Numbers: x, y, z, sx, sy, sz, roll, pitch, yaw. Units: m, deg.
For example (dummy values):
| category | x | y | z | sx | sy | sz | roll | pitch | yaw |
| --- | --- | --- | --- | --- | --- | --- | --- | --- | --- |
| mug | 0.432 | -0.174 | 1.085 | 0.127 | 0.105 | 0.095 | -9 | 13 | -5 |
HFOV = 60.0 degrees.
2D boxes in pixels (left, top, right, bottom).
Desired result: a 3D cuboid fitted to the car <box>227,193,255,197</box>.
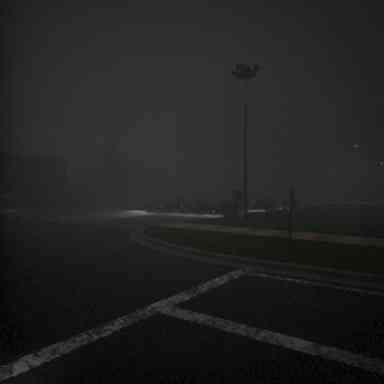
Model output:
| category | x | y | z | sx | sy | sz | roll | pitch | yaw |
| --- | --- | --- | --- | --- | --- | --- | --- | --- | --- |
| car | 6.190 | 1.346 | 44.657 | 2.097 | 1.767 | 4.553 | 0 | 0 | 35 |

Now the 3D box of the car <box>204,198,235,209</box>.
| category | x | y | z | sx | sy | sz | roll | pitch | yaw |
| --- | --- | --- | --- | --- | --- | --- | --- | --- | --- |
| car | 4.030 | 1.540 | 47.682 | 2.033 | 1.411 | 5.357 | 0 | 0 | 35 |

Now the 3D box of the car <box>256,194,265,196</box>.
| category | x | y | z | sx | sy | sz | roll | pitch | yaw |
| --- | --- | --- | --- | --- | --- | --- | --- | --- | --- |
| car | 12.704 | 1.541 | 53.948 | 2.033 | 1.411 | 5.357 | 0 | 0 | 35 |

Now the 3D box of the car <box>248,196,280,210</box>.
| category | x | y | z | sx | sy | sz | roll | pitch | yaw |
| --- | --- | --- | --- | --- | --- | --- | --- | --- | --- |
| car | 9.328 | 1.559 | 43.030 | 1.994 | 1.385 | 4.181 | 0 | 0 | 35 |

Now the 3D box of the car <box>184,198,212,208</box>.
| category | x | y | z | sx | sy | sz | roll | pitch | yaw |
| --- | --- | --- | --- | --- | --- | --- | --- | --- | --- |
| car | 0.959 | 1.593 | 49.390 | 1.895 | 1.301 | 4.718 | 0 | 0 | 35 |

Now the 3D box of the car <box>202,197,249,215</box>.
| category | x | y | z | sx | sy | sz | roll | pitch | yaw |
| --- | --- | --- | --- | --- | --- | --- | --- | --- | --- |
| car | 3.624 | 1.542 | 34.868 | 2.033 | 1.411 | 5.357 | 0 | 0 | 35 |

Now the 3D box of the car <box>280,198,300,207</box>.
| category | x | y | z | sx | sy | sz | roll | pitch | yaw |
| --- | --- | --- | --- | --- | --- | --- | --- | --- | --- |
| car | 15.096 | 1.595 | 51.279 | 1.895 | 1.301 | 4.718 | 0 | 0 | 35 |

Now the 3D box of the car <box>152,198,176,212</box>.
| category | x | y | z | sx | sy | sz | roll | pitch | yaw |
| --- | --- | --- | --- | --- | --- | --- | --- | --- | --- |
| car | -1.974 | 1.484 | 39.075 | 2.128 | 1.511 | 4.902 | 0 | 0 | 35 |

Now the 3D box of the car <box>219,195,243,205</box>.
| category | x | y | z | sx | sy | sz | roll | pitch | yaw |
| --- | --- | --- | --- | --- | --- | --- | --- | --- | --- |
| car | 6.789 | 1.345 | 57.686 | 2.097 | 1.767 | 4.553 | 0 | 0 | 35 |

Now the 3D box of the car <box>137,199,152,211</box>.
| category | x | y | z | sx | sy | sz | roll | pitch | yaw |
| --- | --- | --- | --- | --- | --- | --- | --- | --- | --- |
| car | -4.876 | 1.556 | 41.043 | 1.994 | 1.385 | 4.181 | 0 | 0 | 34 |

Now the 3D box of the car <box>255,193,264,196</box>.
| category | x | y | z | sx | sy | sz | roll | pitch | yaw |
| --- | --- | --- | --- | --- | --- | --- | --- | --- | --- |
| car | 11.056 | 1.213 | 57.670 | 2.150 | 2.045 | 5.566 | 0 | 0 | 35 |

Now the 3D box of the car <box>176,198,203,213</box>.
| category | x | y | z | sx | sy | sz | roll | pitch | yaw |
| --- | --- | --- | --- | --- | --- | --- | --- | --- | --- |
| car | 0.598 | 1.520 | 36.612 | 1.812 | 1.442 | 4.674 | 0 | 0 | 34 |
